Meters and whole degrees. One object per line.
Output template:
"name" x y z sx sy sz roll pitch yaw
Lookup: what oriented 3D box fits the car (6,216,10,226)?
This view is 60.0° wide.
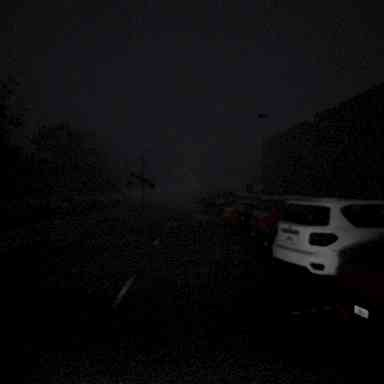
"car" -13.519 1.156 18.275 5.566 2.045 2.435 -1 1 -20

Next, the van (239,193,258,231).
"van" 4.618 1.171 14.539 4.442 1.987 1.878 1 1 -20

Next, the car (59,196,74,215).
"car" -13.619 1.342 30.163 5.008 1.535 2.097 -1 1 -21

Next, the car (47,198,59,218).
"car" -13.549 1.232 27.207 4.553 1.767 2.185 -1 1 -21

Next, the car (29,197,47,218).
"car" -13.531 1.375 24.231 4.892 1.521 2.231 -1 1 -20

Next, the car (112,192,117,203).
"car" -14.431 1.106 50.889 4.553 1.767 2.185 -1 1 -23

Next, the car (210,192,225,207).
"car" 4.529 1.166 32.672 4.553 1.767 2.185 1 0 -22

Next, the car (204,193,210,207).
"car" 4.387 1.256 38.719 5.008 1.535 2.097 1 0 -22

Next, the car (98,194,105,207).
"car" -13.990 1.278 42.008 5.008 1.535 2.097 -1 1 -22

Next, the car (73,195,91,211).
"car" -13.808 1.341 36.072 4.792 1.488 2.163 -1 1 -22

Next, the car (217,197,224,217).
"car" 4.851 1.345 23.693 5.366 1.575 1.946 1 0 -21

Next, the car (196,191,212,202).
"car" 3.997 0.950 47.754 5.566 2.045 2.435 1 1 -23

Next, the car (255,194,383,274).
"car" 4.763 1.181 8.584 5.566 2.045 2.435 1 0 -20

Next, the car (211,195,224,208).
"car" 4.596 1.311 29.654 4.892 1.521 2.231 1 0 -21

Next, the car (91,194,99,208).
"car" -13.851 1.324 39.066 4.792 1.488 2.163 -1 0 -22

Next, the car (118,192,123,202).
"car" -14.851 1.241 56.789 4.674 1.452 2.002 -1 1 -24

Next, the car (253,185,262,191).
"car" 16.712 -0.313 87.065 2.002 1.452 4.674 -7 4 -31

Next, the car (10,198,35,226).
"car" -13.337 1.385 21.331 5.366 1.575 1.946 -1 0 -20

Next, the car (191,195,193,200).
"car" 3.040 1.114 62.845 4.892 1.521 2.231 1 1 -25

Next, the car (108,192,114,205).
"car" -14.457 1.248 47.848 5.366 1.575 1.946 -1 1 -23

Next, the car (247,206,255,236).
"car" 4.733 1.415 11.577 5.008 1.535 2.097 1 1 -20

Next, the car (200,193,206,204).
"car" 4.168 1.220 44.752 5.008 1.535 2.097 1 1 -23

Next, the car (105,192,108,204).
"car" -14.166 1.138 44.958 4.553 1.767 2.185 -1 0 -23

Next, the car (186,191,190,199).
"car" 2.060 1.055 71.788 5.366 1.575 1.946 0 1 -26

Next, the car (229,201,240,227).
"car" 4.740 1.411 17.610 4.792 1.488 2.163 1 0 -20

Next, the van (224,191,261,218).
"van" 4.594 1.136 20.564 4.442 1.987 1.878 1 1 -20

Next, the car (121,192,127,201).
"car" -14.913 1.179 59.823 5.366 1.575 1.946 -1 0 -24

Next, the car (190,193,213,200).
"car" 2.107 1.077 74.849 4.792 1.488 2.163 0 0 -26

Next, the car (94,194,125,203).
"car" -15.488 1.170 62.616 5.366 1.575 1.946 -1 1 -25

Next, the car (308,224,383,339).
"car" 4.745 1.449 5.566 5.008 1.535 2.097 1 1 -20

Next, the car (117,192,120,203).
"car" -14.643 1.257 53.835 4.674 1.452 2.002 -1 1 -24

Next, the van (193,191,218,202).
"van" 2.682 0.868 65.801 4.442 1.987 1.878 1 1 -25

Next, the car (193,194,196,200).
"car" 3.261 1.170 59.835 4.674 1.452 2.002 1 0 -25

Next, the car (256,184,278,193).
"car" 19.657 -0.897 87.587 2.435 2.045 5.566 -7 4 -30

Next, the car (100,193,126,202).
"car" -15.548 1.028 65.655 4.553 1.767 2.185 -1 1 -25

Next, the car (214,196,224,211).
"car" 4.660 1.328 26.636 5.008 1.535 2.097 1 1 -21

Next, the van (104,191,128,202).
"van" -15.753 0.911 68.642 4.442 1.987 1.878 -1 0 -25
